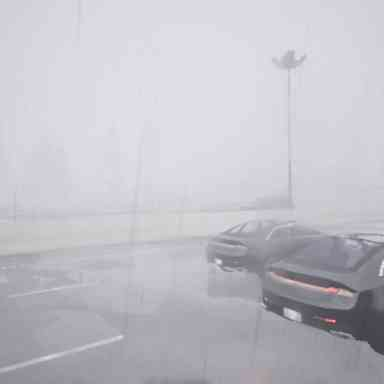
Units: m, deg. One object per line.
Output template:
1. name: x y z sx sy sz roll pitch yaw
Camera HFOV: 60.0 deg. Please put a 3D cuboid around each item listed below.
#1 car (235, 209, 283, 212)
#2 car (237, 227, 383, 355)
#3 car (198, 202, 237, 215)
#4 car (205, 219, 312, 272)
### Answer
1. car: 6.457 1.409 28.950 5.566 2.045 2.150 0 -1 -30
2. car: 3.424 1.520 6.108 4.902 1.511 2.128 0 0 -35
3. car: 3.028 1.858 39.055 4.181 1.385 1.994 0 -1 -29
4. car: 2.683 1.556 9.850 4.902 1.511 2.128 0 -1 -34
